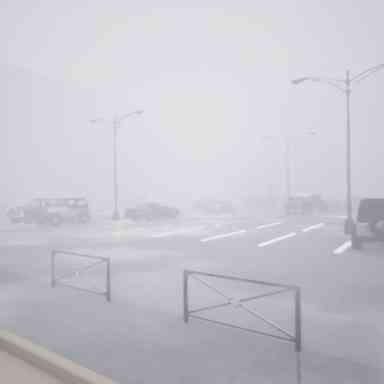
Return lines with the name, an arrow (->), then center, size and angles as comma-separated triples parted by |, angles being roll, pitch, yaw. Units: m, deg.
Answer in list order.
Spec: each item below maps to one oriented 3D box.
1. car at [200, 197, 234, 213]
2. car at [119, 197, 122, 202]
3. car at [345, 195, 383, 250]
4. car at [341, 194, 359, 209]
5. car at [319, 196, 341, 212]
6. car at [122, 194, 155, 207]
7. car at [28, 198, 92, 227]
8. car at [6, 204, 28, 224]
car -> 3.009, 1.571, 36.509 | 1.970, 1.475, 3.806 | -1, 0, 34
car -> -13.260, 1.473, 66.502 | 2.097, 1.767, 4.553 | -1, 0, 34
car -> 7.271, 1.168, 12.598 | 1.905, 1.878, 3.866 | -1, 0, 34
car -> 20.889, 1.227, 42.717 | 1.932, 1.855, 4.605 | -1, 0, 34
car -> 18.639, 1.462, 44.175 | 1.784, 1.438, 3.905 | -1, 0, 34
car -> -10.387, 1.310, 64.505 | 2.150, 2.045, 5.566 | -1, 0, 34
car -> -9.011, 1.352, 23.549 | 1.905, 1.878, 3.866 | -1, 0, 34
car -> -11.379, 1.377, 25.214 | 1.932, 1.855, 4.605 | -1, 0, 34
